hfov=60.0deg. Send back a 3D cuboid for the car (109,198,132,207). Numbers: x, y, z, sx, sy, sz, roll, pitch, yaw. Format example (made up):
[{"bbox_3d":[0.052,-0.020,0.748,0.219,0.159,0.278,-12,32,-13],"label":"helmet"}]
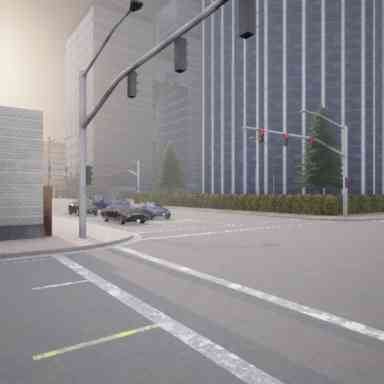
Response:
[{"bbox_3d":[-11.229,1.619,51.903,1.994,1.385,4.181,0,0,-36],"label":"car"}]

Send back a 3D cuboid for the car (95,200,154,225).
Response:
[{"bbox_3d":[-5.262,1.603,25.262,2.033,1.411,5.357,0,0,-36],"label":"car"}]

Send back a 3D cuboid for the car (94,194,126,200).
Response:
[{"bbox_3d":[-9.329,1.277,36.947,2.150,2.045,5.566,0,0,-36],"label":"car"}]

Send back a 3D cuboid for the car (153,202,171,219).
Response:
[{"bbox_3d":[-3.667,1.581,29.075,1.812,1.442,4.674,0,0,-36],"label":"car"}]

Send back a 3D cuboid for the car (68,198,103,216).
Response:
[{"bbox_3d":[-10.932,1.560,33.171,1.837,1.490,4.892,0,0,-36],"label":"car"}]

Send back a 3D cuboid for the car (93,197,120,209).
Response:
[{"bbox_3d":[-12.158,1.547,47.198,2.128,1.511,4.902,0,0,-36],"label":"car"}]
